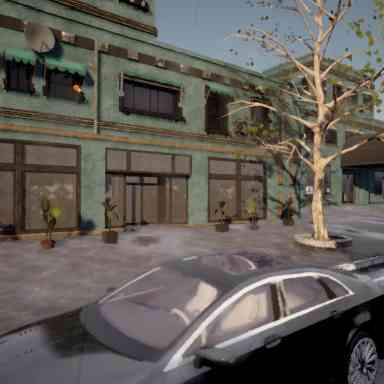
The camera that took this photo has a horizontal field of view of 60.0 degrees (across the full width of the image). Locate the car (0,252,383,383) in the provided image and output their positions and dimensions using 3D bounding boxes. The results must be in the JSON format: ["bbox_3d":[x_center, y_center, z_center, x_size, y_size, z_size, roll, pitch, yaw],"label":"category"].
[{"bbox_3d":[0.205,1.492,3.528,4.902,1.511,2.128,0,0,-36],"label":"car"}]
